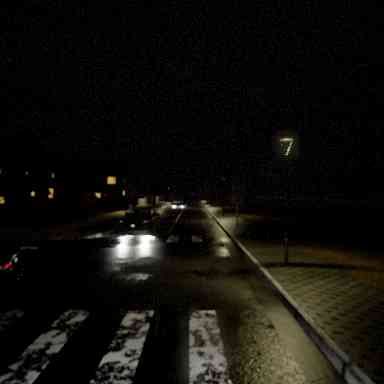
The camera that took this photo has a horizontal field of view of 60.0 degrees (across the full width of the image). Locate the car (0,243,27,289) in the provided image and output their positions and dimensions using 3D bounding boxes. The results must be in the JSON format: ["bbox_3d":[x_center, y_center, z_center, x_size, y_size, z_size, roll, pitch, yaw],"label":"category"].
[{"bbox_3d":[-6.510,1.405,7.044,5.357,1.411,2.033,5,0,-17],"label":"car"}]

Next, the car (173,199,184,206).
[{"bbox_3d":[-2.578,1.895,62.684,1.895,1.301,4.718,0,0,0],"label":"car"}]

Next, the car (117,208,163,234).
[{"bbox_3d":[-3.018,1.659,20.064,1.994,1.385,4.181,0,0,6],"label":"car"}]
